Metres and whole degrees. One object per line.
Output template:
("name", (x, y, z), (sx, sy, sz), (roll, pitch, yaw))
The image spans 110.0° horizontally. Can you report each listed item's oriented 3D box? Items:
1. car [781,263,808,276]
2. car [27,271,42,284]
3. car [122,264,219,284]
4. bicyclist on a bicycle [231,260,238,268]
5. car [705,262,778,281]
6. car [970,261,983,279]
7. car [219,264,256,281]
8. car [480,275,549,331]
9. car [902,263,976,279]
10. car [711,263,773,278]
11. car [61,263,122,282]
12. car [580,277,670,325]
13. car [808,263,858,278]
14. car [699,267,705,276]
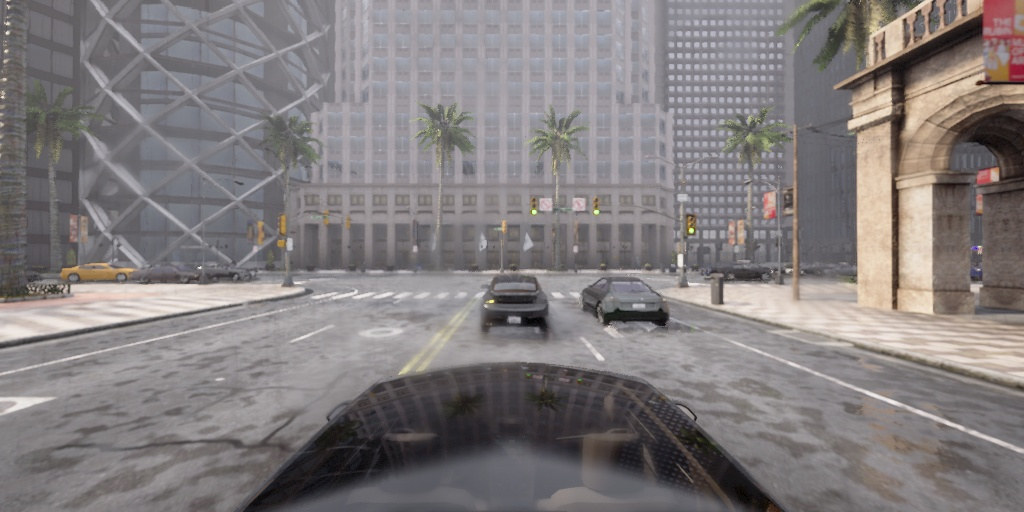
("car", (33.025, 1.479, 39.743), (4.902, 1.511, 2.128), (0, 0, 0))
("car", (-38.152, 1.407, 26.139), (4.892, 1.490, 1.837), (0, 0, -26))
("car", (-27.486, 1.467, 29.010), (5.357, 1.411, 2.033), (0, 0, -3))
("bicyclist on a bicycle", (-35.741, 1.327, 46.118), (0.582, 1.620, 1.656), (0, 0, -12))
("car", (20.742, 1.420, 32.572), (5.008, 1.535, 1.882), (0, 0, 0))
("car", (44.448, 1.294, 32.490), (4.553, 1.767, 2.097), (0, 0, 0))
("car", (-25.942, 1.433, 32.408), (4.902, 1.511, 2.128), (0, 0, -4))
("car", (0.081, 1.316, 11.213), (1.837, 1.490, 4.892), (0, 0, 0))
("car", (43.024, 1.457, 36.195), (4.902, 1.511, 2.128), (0, 0, 0))
("car", (23.191, 1.443, 36.275), (5.008, 1.535, 1.882), (0, 0, 0))
("car", (-35.168, 1.410, 30.967), (5.008, 1.535, 1.882), (0, 0, -19))
("car", (3.587, 1.379, 12.082), (1.994, 1.385, 4.181), (0, 0, 0))
("car", (33.059, 1.530, 36.244), (4.181, 1.385, 1.994), (0, 0, 0))
("car", (23.452, 1.465, 39.774), (5.008, 1.535, 1.882), (0, 0, 0))
